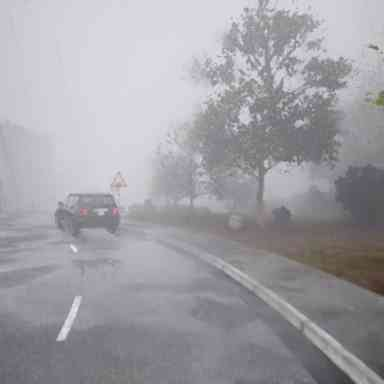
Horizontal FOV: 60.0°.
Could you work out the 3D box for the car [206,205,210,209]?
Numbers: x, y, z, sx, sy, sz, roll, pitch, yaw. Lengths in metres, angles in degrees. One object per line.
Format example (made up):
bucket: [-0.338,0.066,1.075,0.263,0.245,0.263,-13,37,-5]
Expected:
car: [1.128,4.046,75.706,4.792,1.488,2.163,0,-3,7]

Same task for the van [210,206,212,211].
van: [1.989,4.077,81.151,4.442,1.987,1.878,0,-3,7]

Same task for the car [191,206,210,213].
car: [2.216,4.321,84.022,4.553,1.767,2.185,0,-3,7]

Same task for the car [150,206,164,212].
car: [-7.837,3.854,74.703,1.994,1.385,4.181,0,-3,7]

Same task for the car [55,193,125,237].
car: [-5.603,1.053,17.470,2.150,2.045,5.566,0,1,-33]

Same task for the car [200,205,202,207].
car: [-1.337,2.903,56.611,4.892,1.521,2.231,0,-4,7]

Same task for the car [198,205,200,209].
car: [-1.706,2.731,53.888,5.008,1.535,2.097,0,-4,7]

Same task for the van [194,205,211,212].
van: [2.831,4.477,89.372,4.442,1.987,1.878,0,-3,7]

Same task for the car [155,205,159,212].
car: [-5.863,3.359,64.753,2.128,1.511,4.902,0,-3,7]

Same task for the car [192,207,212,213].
car: [2.581,4.574,86.615,4.892,1.521,2.231,0,-3,7]

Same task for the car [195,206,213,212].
car: [3.332,4.699,92.075,4.553,1.767,2.185,0,-2,7]

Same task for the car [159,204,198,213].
car: [-2.064,2.558,51.162,4.892,1.521,2.231,0,-4,7]

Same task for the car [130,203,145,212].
car: [-7.773,2.371,49.156,1.882,1.535,5.008,0,-4,7]
